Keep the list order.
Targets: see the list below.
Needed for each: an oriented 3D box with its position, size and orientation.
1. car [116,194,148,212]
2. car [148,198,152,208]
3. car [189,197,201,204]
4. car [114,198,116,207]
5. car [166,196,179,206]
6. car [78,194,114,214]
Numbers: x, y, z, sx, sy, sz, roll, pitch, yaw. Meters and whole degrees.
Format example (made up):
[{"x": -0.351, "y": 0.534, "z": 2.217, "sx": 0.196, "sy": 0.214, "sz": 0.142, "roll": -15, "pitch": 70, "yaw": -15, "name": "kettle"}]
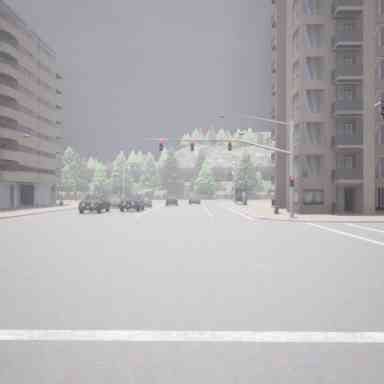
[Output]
[{"x": -6.995, "y": 1.217, "z": 39.410, "sx": 2.150, "sy": 2.045, "sz": 5.566, "roll": 0, "pitch": 0, "yaw": 0, "name": "car"}, {"x": -6.957, "y": 1.520, "z": 48.939, "sx": 1.812, "sy": 1.442, "sz": 4.674, "roll": 0, "pitch": 0, "yaw": 0, "name": "car"}, {"x": 0.497, "y": 1.557, "z": 61.487, "sx": 1.994, "sy": 1.385, "sz": 4.181, "roll": 0, "pitch": 0, "yaw": 5, "name": "car"}, {"x": -10.473, "y": 1.521, "z": 45.811, "sx": 1.812, "sy": 1.442, "sz": 4.674, "roll": 0, "pitch": 0, "yaw": 0, "name": "car"}, {"x": -3.266, "y": 1.499, "z": 54.662, "sx": 1.837, "sy": 1.490, "sz": 4.892, "roll": 0, "pitch": 0, "yaw": 0, "name": "car"}, {"x": -10.504, "y": 1.218, "z": 36.207, "sx": 2.150, "sy": 2.045, "sz": 5.566, "roll": 0, "pitch": 0, "yaw": 0, "name": "car"}]
